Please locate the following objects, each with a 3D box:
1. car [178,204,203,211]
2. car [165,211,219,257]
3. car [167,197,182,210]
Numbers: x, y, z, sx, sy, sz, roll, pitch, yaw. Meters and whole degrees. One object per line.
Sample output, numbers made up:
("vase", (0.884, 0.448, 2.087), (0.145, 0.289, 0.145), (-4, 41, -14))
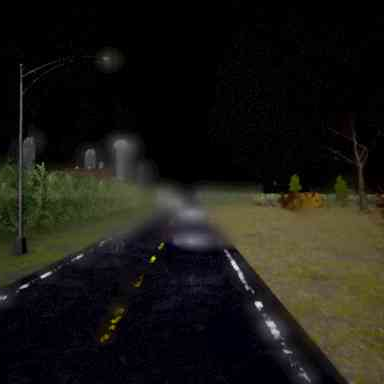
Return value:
("car", (0.015, 1.902, 28.290), (1.895, 1.301, 4.718), (0, -1, 0))
("car", (0.018, 1.707, 13.540), (1.994, 1.385, 4.181), (0, -1, 0))
("car", (-2.768, 1.823, 54.542), (2.150, 2.045, 5.566), (0, -1, 0))
